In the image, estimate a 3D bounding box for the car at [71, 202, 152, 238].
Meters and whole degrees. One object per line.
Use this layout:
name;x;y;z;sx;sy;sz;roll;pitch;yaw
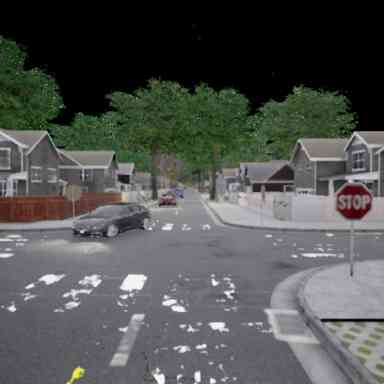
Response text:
car;-3.713;1.315;16.221;1.837;1.490;4.892;1;3;22

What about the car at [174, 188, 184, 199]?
car;-2.677;0.313;63.669;2.150;2.045;5.566;0;1;0

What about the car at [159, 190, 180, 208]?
car;-2.705;0.930;38.082;1.882;1.535;5.008;0;1;0
